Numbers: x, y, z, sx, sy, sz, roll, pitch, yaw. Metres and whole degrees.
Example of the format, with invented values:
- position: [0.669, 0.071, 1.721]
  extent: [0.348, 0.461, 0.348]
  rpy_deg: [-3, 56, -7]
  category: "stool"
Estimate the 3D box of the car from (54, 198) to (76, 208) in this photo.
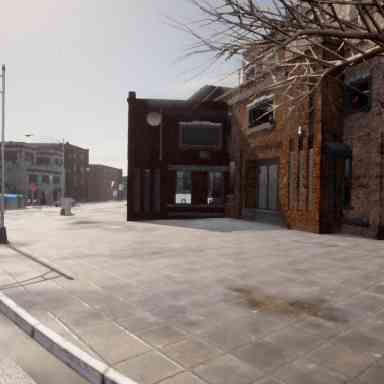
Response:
- position: [-19.729, 1.690, 51.973]
  extent: [1.837, 1.490, 4.892]
  rpy_deg: [1, 0, 2]
  category: "car"
